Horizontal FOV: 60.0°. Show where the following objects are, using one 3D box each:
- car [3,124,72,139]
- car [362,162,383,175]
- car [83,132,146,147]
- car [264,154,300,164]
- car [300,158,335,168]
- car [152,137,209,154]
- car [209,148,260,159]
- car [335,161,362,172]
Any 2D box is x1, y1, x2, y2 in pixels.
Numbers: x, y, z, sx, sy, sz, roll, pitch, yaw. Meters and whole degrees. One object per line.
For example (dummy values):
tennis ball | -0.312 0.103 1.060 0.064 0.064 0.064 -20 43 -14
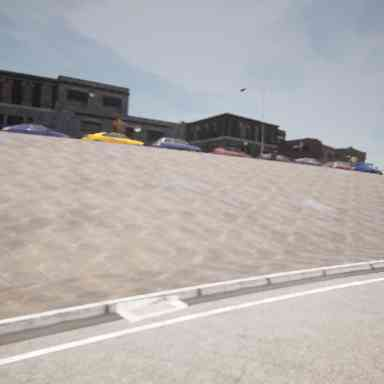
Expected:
car | -11.180 -4.115 24.297 4.674 1.452 2.002 3 -1 -25
car | 22.677 -2.691 43.510 5.566 2.045 2.435 3 -1 -33
car | -6.191 -3.920 26.717 5.008 1.535 2.097 3 -1 -26
car | 8.548 -3.168 34.679 4.674 1.452 2.002 3 -1 -30
car | 13.203 -2.976 37.453 4.892 1.521 2.231 3 -1 -31
car | -1.274 -3.810 29.235 4.553 1.767 2.185 3 -1 -27
car | 3.752 -3.412 31.959 4.792 1.488 2.163 3 -1 -28
car | 17.979 -2.844 40.445 4.553 1.767 2.185 3 -1 -32
